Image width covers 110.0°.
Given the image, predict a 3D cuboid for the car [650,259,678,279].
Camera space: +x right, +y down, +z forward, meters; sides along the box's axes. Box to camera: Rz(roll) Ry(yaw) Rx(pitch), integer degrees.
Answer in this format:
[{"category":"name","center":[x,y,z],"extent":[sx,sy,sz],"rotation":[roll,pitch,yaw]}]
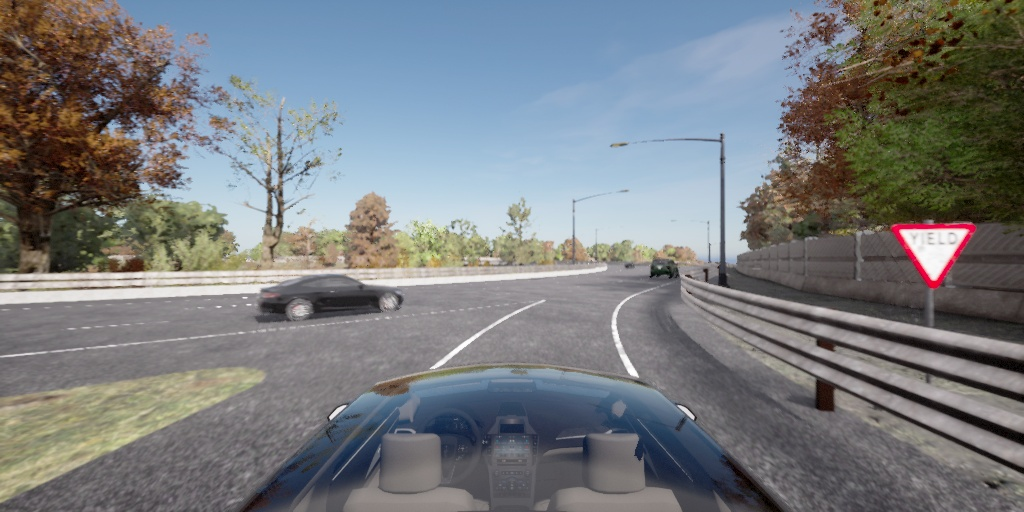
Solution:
[{"category":"car","center":[16.192,1.321,38.115],"extent":[2.150,2.045,5.566],"rotation":[0,0,32]}]

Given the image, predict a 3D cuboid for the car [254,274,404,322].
[{"category":"car","center":[-6.228,1.352,12.677],"extent":[4.674,1.442,1.812],"rotation":[1,0,-41]}]
